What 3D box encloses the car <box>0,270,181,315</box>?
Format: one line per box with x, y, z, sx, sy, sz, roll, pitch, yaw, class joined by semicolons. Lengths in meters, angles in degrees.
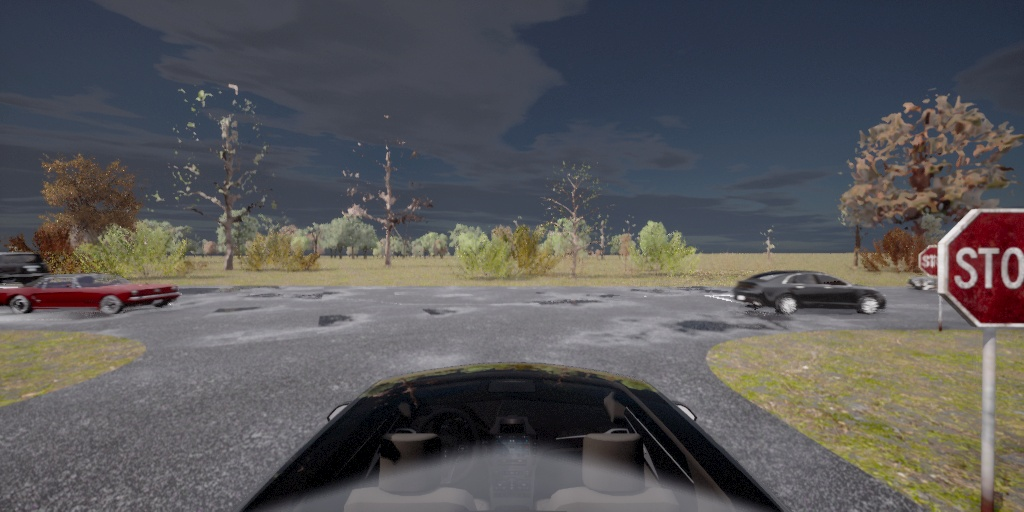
-14.757;1.288;12.638;4.718;1.301;1.895;0;0;-1;car

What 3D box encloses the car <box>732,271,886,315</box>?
10.814;1.296;13.198;4.892;1.490;1.837;0;0;-1;car

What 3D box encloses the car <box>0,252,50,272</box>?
-28.574;0.822;19.280;5.566;2.045;2.150;0;0;-1;car

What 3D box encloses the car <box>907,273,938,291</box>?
25.690;1.391;20.588;4.892;1.490;1.837;0;0;-1;car
